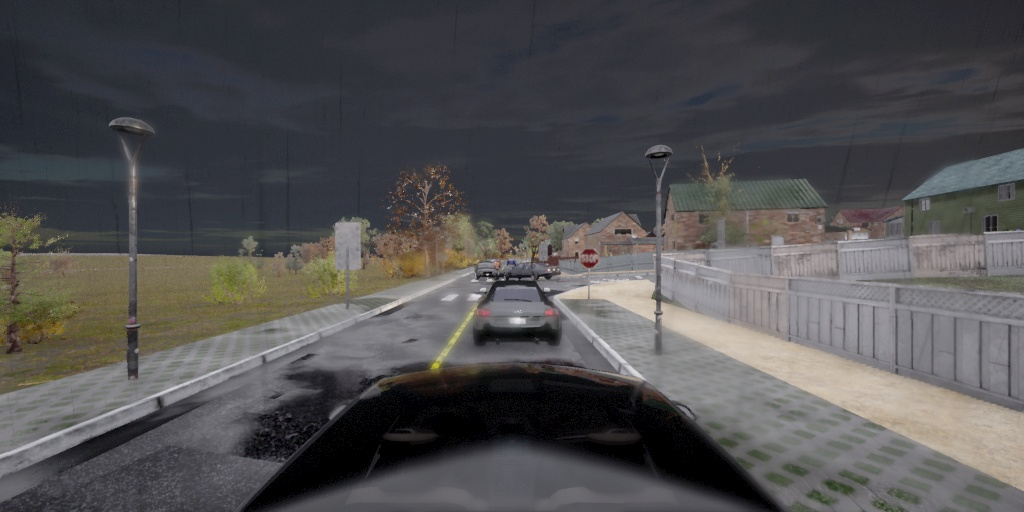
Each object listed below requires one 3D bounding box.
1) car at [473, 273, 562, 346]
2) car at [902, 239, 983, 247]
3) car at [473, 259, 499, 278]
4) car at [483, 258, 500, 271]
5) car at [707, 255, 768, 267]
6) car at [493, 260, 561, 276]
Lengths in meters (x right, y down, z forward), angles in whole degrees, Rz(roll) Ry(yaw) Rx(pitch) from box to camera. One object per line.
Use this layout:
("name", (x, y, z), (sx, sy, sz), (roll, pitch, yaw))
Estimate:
("car", (0.089, 1.313, 9.400), (1.994, 1.385, 4.181), (0, 0, -1))
("car", (23.857, -0.208, 20.409), (4.902, 1.511, 2.128), (-3, 0, 14))
("car", (-2.299, 1.258, 31.322), (1.837, 1.490, 4.892), (0, 0, -8))
("car", (-2.928, 1.121, 51.139), (2.097, 1.767, 4.553), (0, 0, 1))
("car", (14.353, 0.413, 22.815), (4.181, 1.385, 1.994), (-3, 0, 16))
("car", (1.293, 1.198, 28.417), (5.357, 1.411, 2.033), (-4, -3, 43))
